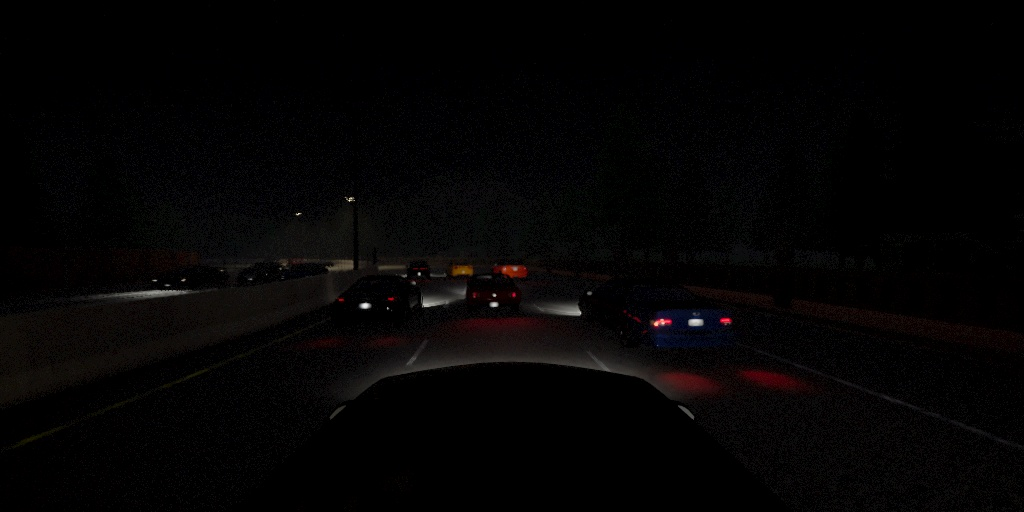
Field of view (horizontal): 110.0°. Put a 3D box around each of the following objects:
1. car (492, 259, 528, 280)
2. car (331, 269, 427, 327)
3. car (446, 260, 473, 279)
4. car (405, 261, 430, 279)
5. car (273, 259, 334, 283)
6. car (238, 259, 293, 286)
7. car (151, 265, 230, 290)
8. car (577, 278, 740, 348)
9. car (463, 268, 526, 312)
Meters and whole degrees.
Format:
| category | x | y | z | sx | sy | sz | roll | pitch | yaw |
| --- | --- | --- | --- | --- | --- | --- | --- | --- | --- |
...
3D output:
| category | x | y | z | sx | sy | sz | roll | pitch | yaw |
| --- | --- | --- | --- | --- | --- | --- | --- | --- | --- |
| car | -0.280 | 1.013 | 28.920 | 2.097 | 1.767 | 4.553 | 0 | 0 | -15 |
| car | -4.137 | 1.297 | 11.573 | 1.994 | 1.385 | 4.181 | 0 | 0 | -6 |
| car | -4.701 | 1.146 | 31.801 | 1.882 | 1.535 | 5.008 | 0 | 0 | -17 |
| car | -8.216 | 1.187 | 31.331 | 1.837 | 1.490 | 4.892 | 0 | 0 | -17 |
| car | -13.502 | 1.205 | 23.588 | 1.882 | 1.535 | 5.008 | 0 | 0 | -14 |
| car | -17.646 | 1.228 | 25.631 | 2.128 | 1.511 | 4.902 | 0 | 0 | -16 |
| car | -20.574 | 1.302 | 23.299 | 2.033 | 1.411 | 5.357 | 0 | 0 | -15 |
| car | 3.184 | 1.261 | 9.095 | 2.033 | 1.411 | 5.357 | 0 | 0 | -4 |
| car | -0.856 | 1.313 | 14.077 | 1.895 | 1.301 | 4.718 | 0 | 0 | -7 |
